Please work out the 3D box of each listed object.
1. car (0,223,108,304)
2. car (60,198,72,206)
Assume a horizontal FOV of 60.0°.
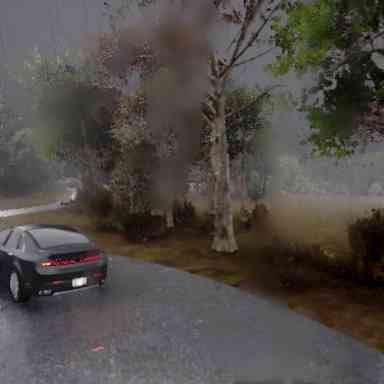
[{"bbox_3d":[-3.967,1.563,8.465,1.837,1.490,4.892,1,0,-44],"label":"car"},{"bbox_3d":[-23.681,1.812,63.295,1.994,1.385,4.181,-2,1,-8],"label":"car"}]
